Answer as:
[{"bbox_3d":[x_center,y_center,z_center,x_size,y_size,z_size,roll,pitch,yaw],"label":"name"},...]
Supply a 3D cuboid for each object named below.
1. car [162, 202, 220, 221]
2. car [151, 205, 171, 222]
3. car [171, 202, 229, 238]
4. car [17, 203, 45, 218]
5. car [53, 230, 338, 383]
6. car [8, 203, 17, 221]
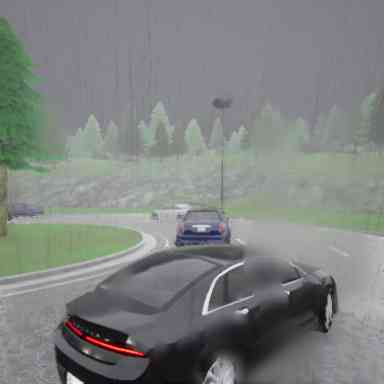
[{"bbox_3d":[-0.140,1.689,29.970,4.902,1.511,2.128,0,-1,37],"label":"car"},{"bbox_3d":[-1.261,1.699,26.698,4.674,1.442,1.812,0,-1,42],"label":"car"},{"bbox_3d":[0.555,1.450,14.581,2.097,1.767,4.553,0,0,5],"label":"car"},{"bbox_3d":[-17.085,1.725,31.937,5.357,1.411,2.033,0,0,-18],"label":"car"},{"bbox_3d":[0.542,1.541,4.908,1.837,1.490,4.892,0,0,43],"label":"car"},{"bbox_3d":[-15.944,1.485,24.827,4.553,1.767,2.097,0,0,-23],"label":"car"}]
